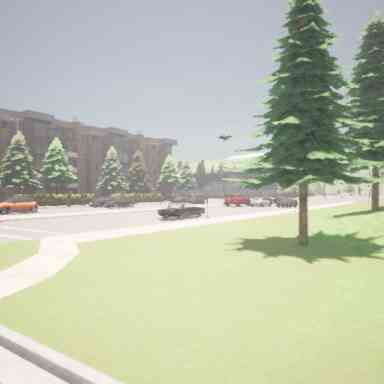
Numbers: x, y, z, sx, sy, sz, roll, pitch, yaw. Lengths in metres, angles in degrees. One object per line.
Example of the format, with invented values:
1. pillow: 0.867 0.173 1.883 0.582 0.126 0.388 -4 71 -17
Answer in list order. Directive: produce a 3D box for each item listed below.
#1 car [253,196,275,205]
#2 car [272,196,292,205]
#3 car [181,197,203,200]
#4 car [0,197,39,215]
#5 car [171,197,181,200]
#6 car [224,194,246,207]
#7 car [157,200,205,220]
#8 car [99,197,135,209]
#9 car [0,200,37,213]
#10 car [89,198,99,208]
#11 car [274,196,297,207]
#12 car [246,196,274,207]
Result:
1. car: 13.264 1.531 61.230 2.128 1.511 4.902 0 0 35
2. car: 16.144 1.511 59.242 1.882 1.535 5.008 0 0 35
3. car: 0.473 1.624 63.023 1.994 1.385 4.181 0 0 35
4. car: -18.946 1.410 35.480 2.097 1.767 4.553 0 0 35
5. car: -2.240 1.614 65.245 2.033 1.411 5.357 0 0 35
6. car: 7.156 1.261 52.441 2.150 2.045 5.566 0 0 36
7. car: -0.783 1.628 28.861 1.895 1.301 4.718 0 0 35
8. car: -10.389 1.561 47.676 1.837 1.490 4.892 0 0 35
9. car: -20.897 1.663 38.788 1.895 1.301 4.718 0 0 35
10. car: -13.181 1.552 49.783 2.128 1.511 4.902 0 0 35
11. car: 14.588 1.592 50.802 1.994 1.385 4.181 0 0 35
12. car: 10.533 1.559 51.144 1.812 1.442 4.674 0 0 36
